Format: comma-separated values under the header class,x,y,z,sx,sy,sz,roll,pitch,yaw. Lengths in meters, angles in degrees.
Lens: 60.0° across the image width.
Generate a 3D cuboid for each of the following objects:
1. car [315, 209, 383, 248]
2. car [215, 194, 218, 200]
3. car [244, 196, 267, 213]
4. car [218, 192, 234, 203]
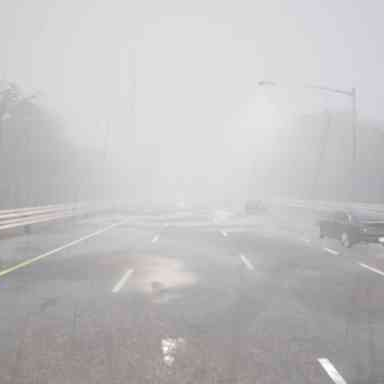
class,x,y,z,sx,sy,sz,roll,pitch,yaw
car,7.011,1.503,14.628,1.837,1.490,4.892,0,0,0
car,7.530,1.325,91.394,2.097,1.767,4.553,0,0,8
car,7.054,1.538,37.335,2.033,1.411,5.357,0,0,0
car,7.111,1.331,67.408,2.097,1.767,4.553,0,0,0
